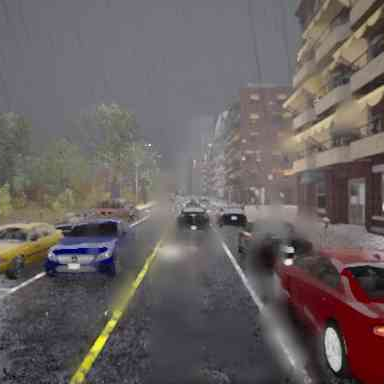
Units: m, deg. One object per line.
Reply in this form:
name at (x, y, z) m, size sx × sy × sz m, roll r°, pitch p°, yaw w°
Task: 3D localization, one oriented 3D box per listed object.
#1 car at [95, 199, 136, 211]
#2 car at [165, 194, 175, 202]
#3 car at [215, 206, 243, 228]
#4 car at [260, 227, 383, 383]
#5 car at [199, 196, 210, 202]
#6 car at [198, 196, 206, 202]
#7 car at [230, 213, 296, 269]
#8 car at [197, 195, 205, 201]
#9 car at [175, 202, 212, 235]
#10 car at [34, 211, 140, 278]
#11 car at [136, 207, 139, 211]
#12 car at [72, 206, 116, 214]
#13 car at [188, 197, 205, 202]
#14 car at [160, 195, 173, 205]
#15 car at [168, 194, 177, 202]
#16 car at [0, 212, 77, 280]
car at (-5.310, 1.366, 21.600) m, size 2.192 × 1.841 × 5.009 m, roll 1°, pitch 0°, yaw 0°
car at (-5.321, 1.537, 82.398) m, size 2.192 × 1.841 × 5.009 m, roll 1°, pitch 0°, yaw 0°
car at (2.568, 1.618, 22.357) m, size 1.947 × 1.339 × 4.313 m, roll 1°, pitch 0°, yaw 0°
car at (2.571, 1.557, 5.375) m, size 1.887 × 1.381 × 4.507 m, roll 1°, pitch 0°, yaw 0°
car at (2.560, 1.721, 66.174) m, size 2.008 × 1.369 × 4.403 m, roll 1°, pitch 0°, yaw 0°
car at (2.557, 1.806, 83.223) m, size 1.802 × 1.307 × 4.206 m, roll 1°, pitch 0°, yaw 0°
car at (2.570, 1.591, 11.036) m, size 1.947 × 1.339 × 4.313 m, roll 1°, pitch 0°, yaw 0°
car at (2.556, 1.702, 94.590) m, size 1.967 × 1.590 × 4.097 m, roll 1°, pitch 0°, yaw 0°
car at (0.093, 1.550, 19.070) m, size 1.837 × 1.490 × 4.892 m, roll 0°, pitch 0°, yaw 0°
car at (-2.850, 1.550, 10.366) m, size 1.812 × 1.442 × 4.674 m, roll 0°, pitch 0°, yaw 0°
car at (-5.313, 1.647, 27.254) m, size 1.802 × 1.307 × 4.206 m, roll 1°, pitch 0°, yaw 0°
car at (-5.311, 1.588, 15.946) m, size 2.008 × 1.369 × 4.403 m, roll 1°, pitch 0°, yaw 0°
car at (0.092, 1.535, 32.903) m, size 1.801 × 1.575 × 5.366 m, roll 0°, pitch 0°, yaw 0°
car at (-5.320, 1.713, 65.369) m, size 1.887 × 1.381 × 4.507 m, roll 1°, pitch 0°, yaw 0°
car at (-5.320, 1.519, 76.722) m, size 2.192 × 1.841 × 5.009 m, roll 1°, pitch 0°, yaw 0°
car at (-5.310, 1.549, 10.122) m, size 1.752 × 1.417 × 4.829 m, roll 1°, pitch 0°, yaw 0°
